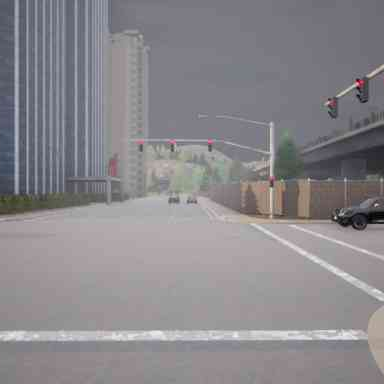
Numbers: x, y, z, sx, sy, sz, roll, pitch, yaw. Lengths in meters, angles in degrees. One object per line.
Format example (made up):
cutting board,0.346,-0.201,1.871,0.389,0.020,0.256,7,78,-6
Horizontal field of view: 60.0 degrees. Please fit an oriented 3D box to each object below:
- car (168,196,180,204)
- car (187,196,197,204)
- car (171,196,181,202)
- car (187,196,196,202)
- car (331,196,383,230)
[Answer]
car,-3.488,1.476,64.240,1.882,1.535,5.008,0,0,0
car,0.014,1.563,64.636,1.994,1.385,4.181,0,0,0
car,-3.598,1.539,74.457,2.033,1.411,5.357,0,0,0
car,-0.099,1.594,74.598,1.895,1.301,4.718,0,0,0
car,11.817,1.277,20.970,5.566,2.045,2.150,0,0,0
